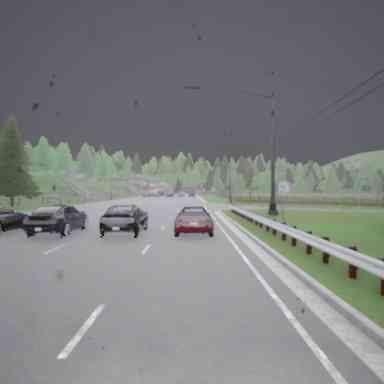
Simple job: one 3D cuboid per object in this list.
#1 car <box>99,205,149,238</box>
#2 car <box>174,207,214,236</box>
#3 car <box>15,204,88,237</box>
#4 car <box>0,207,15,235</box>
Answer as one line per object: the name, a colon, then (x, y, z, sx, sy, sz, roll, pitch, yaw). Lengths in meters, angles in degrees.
car: (-3.403, 1.403, 17.270, 2.128, 1.511, 4.902, 0, 0, 0)
car: (0.097, 1.473, 17.808, 1.994, 1.385, 4.181, 0, 0, 0)
car: (-6.903, 1.416, 17.345, 1.837, 1.490, 4.892, 0, 0, 0)
car: (-10.403, 1.473, 17.736, 1.994, 1.385, 4.181, 0, 0, 0)
